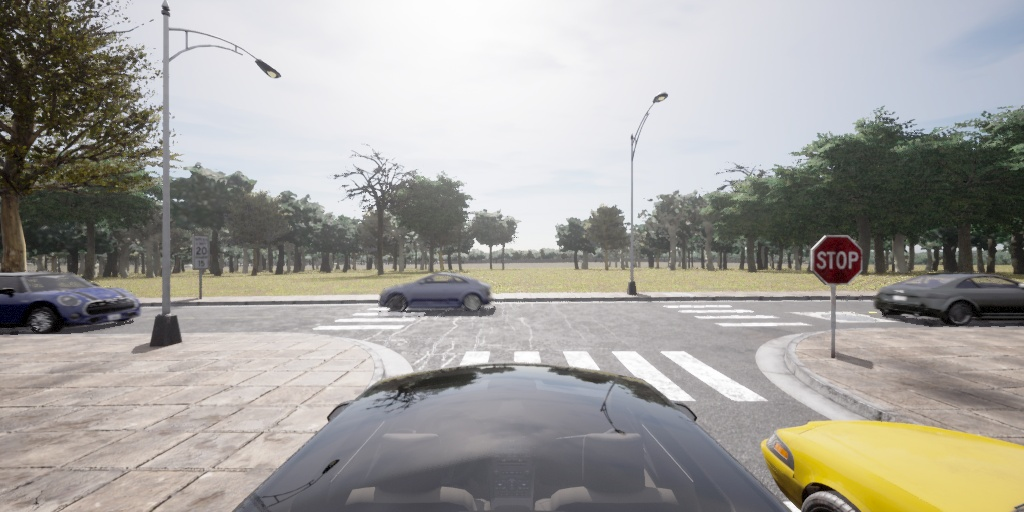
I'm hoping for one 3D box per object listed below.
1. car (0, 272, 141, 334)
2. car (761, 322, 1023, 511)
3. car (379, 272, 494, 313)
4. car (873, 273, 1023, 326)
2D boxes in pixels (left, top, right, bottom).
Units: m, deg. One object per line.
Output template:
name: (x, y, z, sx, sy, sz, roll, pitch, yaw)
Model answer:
car: (-14.133, 1.268, 10.750, 4.553, 1.767, 2.097, -1, 0, 1)
car: (2.628, 1.275, 0.575, 1.751, 1.417, 4.829, 0, 0, 0)
car: (-2.782, 1.318, 13.561, 4.181, 1.385, 1.994, -1, 0, 1)
car: (13.290, 1.182, 10.412, 4.181, 1.385, 1.994, 0, 0, 1)
